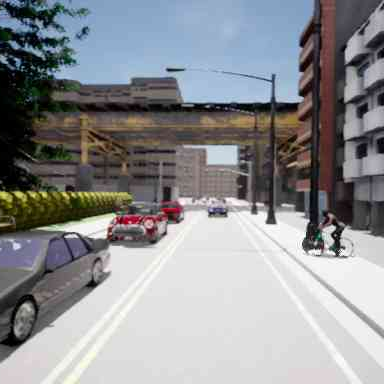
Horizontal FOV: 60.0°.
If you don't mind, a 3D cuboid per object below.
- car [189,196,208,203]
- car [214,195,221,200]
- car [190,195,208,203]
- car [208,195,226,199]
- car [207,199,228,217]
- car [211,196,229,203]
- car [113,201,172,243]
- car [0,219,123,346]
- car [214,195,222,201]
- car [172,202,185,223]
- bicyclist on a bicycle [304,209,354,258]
[{"bbox_3d":[1.333,1.425,65.586,1.853,1.218,4.536,1,0,29],"label":"car"},{"bbox_3d":[7.109,1.570,91.513,1.853,1.218,4.536,1,0,4],"label":"car"},{"bbox_3d":[1.305,1.581,65.540,2.038,1.542,4.974,1,0,29],"label":"car"},{"bbox_3d":[5.429,1.654,64.914,2.038,1.542,4.974,1,0,-16],"label":"car"},{"bbox_3d":[2.486,1.697,32.133,1.895,1.301,4.718,1,0,4],"label":"car"},{"bbox_3d":[5.417,1.496,64.964,1.853,1.218,4.536,1,0,-16],"label":"car"},{"bbox_3d":[-2.457,1.334,15.987,2.097,1.767,4.553,1,0,4],"label":"car"},{"bbox_3d":[-3.192,1.501,6.578,2.033,1.411,5.357,1,0,4],"label":"car"},{"bbox_3d":[7.102,1.727,91.460,2.038,1.542,4.974,1,0,4],"label":"car"},{"bbox_3d":[-1.673,1.489,25.978,1.882,1.535,5.008,1,0,5],"label":"car"},{"bbox_3d":[4.627,1.403,11.226,1.656,1.620,0.582,1,0,4],"label":"bicyclist on a bicycle"}]
